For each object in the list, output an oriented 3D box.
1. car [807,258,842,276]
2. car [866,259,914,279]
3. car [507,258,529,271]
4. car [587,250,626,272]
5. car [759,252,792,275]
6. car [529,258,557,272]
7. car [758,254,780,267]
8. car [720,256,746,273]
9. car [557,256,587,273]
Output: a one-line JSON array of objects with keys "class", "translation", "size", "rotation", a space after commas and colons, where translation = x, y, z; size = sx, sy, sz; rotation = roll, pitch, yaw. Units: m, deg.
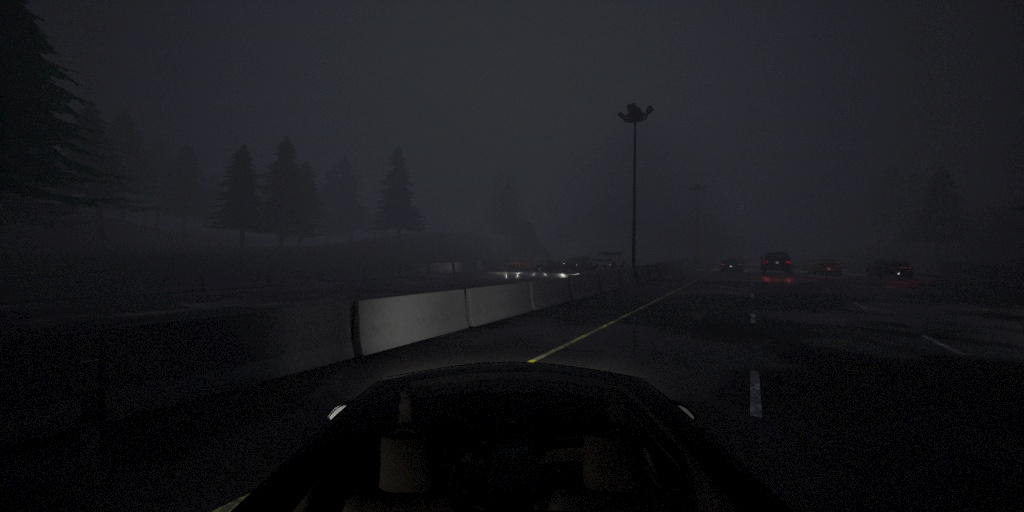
[{"class": "car", "translation": [27.751, 0.884, 31.914], "size": [1.882, 1.535, 5.008], "rotation": [0, 1, 34]}, {"class": "car", "translation": [29.299, 0.957, 27.923], "size": [1.837, 1.490, 4.892], "rotation": [0, 1, 34]}, {"class": "car", "translation": [1.347, 0.981, 42.960], "size": [1.882, 1.535, 5.008], "rotation": [0, 1, 34]}, {"class": "car", "translation": [10.072, 0.369, 37.118], "size": [2.150, 2.045, 5.566], "rotation": [0, 1, 34]}, {"class": "car", "translation": [24.468, 0.638, 33.296], "size": [2.150, 2.045, 5.566], "rotation": [0, 1, 34]}, {"class": "car", "translation": [4.245, 1.093, 40.997], "size": [1.895, 1.301, 4.718], "rotation": [0, 1, 34]}, {"class": "car", "translation": [33.373, 0.570, 46.653], "size": [2.128, 1.511, 4.902], "rotation": [0, 1, 33]}, {"class": "car", "translation": [22.505, 0.947, 36.664], "size": [1.994, 1.385, 4.181], "rotation": [0, 1, 34]}, {"class": "car", "translation": [7.190, 0.844, 39.104], "size": [2.097, 1.767, 4.553], "rotation": [0, 1, 34]}]
